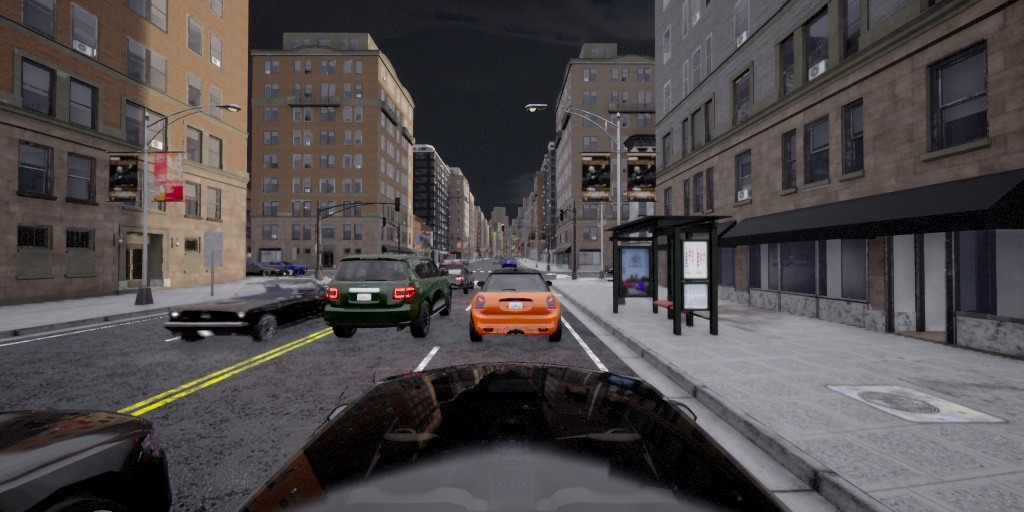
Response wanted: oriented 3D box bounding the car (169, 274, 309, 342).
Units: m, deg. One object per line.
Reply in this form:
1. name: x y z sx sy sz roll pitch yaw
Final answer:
1. car: -6.609 1.353 9.937 1.895 1.301 4.718 0 0 0

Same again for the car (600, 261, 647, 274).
1. car: 13.058 1.373 42.133 4.902 1.511 2.128 0 -1 0

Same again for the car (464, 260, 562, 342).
1. car: 0.077 1.105 9.973 2.097 1.767 4.553 0 0 0

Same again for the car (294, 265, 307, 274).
1. car: -22.799 1.151 35.209 5.008 1.535 1.882 0 -1 0

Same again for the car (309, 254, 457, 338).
1. car: -3.174 0.974 10.357 2.150 2.045 5.566 0 0 0

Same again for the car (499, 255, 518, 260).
1. car: -0.309 0.993 54.800 2.150 2.045 5.566 0 0 3

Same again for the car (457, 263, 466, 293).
1. car: -3.205 1.283 20.064 1.812 1.442 4.674 0 0 0

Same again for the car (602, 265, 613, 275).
1. car: 12.836 1.386 38.902 5.357 1.411 2.033 0 -1 -4

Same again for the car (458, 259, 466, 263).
1. car: -9.977 1.296 64.347 1.812 1.442 4.674 0 0 0

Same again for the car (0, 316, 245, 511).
1. car: -3.144 1.241 0.320 2.128 1.511 4.902 0 0 0

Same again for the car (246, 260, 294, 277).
1. car: -22.928 1.177 31.959 5.357 1.411 2.033 0 -1 0
